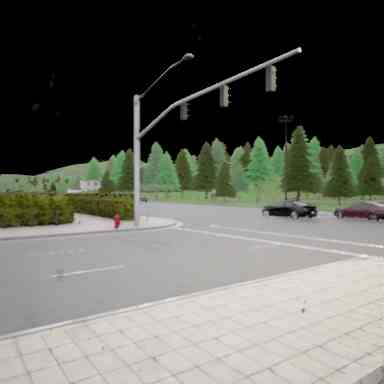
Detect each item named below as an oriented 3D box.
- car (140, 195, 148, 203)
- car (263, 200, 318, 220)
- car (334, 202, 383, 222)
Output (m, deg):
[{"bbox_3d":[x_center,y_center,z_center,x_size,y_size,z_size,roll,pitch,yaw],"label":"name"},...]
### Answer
[{"bbox_3d":[-10.806,1.443,68.093,1.882,1.535,5.008,0,0,-35],"label":"car"},{"bbox_3d":[8.133,1.452,28.061,1.882,1.535,5.008,0,0,-32],"label":"car"},{"bbox_3d":[13.489,1.496,26.098,1.812,1.442,4.674,0,0,-31],"label":"car"}]
